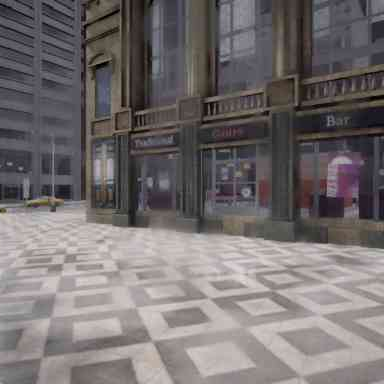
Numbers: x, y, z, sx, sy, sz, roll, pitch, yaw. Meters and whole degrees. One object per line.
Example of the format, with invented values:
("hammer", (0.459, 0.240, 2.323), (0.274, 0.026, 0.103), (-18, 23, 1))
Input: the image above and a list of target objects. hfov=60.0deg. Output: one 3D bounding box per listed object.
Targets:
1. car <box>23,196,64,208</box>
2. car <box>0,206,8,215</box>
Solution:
("car", (-18.517, 1.144, 41.565), (1.752, 1.417, 4.829), (1, 2, 36))
("car", (-18.034, 1.341, 27.664), (1.752, 1.417, 4.829), (1, 2, 36))
